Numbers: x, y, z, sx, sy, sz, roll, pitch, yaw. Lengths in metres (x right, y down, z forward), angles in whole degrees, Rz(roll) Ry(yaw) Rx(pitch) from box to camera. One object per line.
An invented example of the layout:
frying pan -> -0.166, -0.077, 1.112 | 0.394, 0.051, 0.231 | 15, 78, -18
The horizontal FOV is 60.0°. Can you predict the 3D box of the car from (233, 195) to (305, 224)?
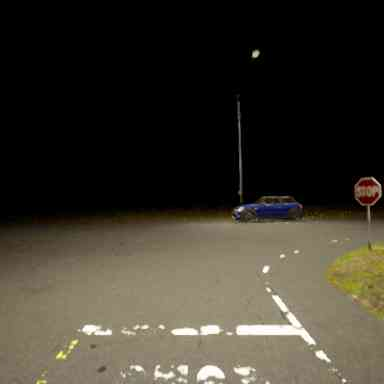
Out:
car -> 5.041, 1.077, 22.356 | 4.553, 1.767, 2.097 | -2, -1, -1
